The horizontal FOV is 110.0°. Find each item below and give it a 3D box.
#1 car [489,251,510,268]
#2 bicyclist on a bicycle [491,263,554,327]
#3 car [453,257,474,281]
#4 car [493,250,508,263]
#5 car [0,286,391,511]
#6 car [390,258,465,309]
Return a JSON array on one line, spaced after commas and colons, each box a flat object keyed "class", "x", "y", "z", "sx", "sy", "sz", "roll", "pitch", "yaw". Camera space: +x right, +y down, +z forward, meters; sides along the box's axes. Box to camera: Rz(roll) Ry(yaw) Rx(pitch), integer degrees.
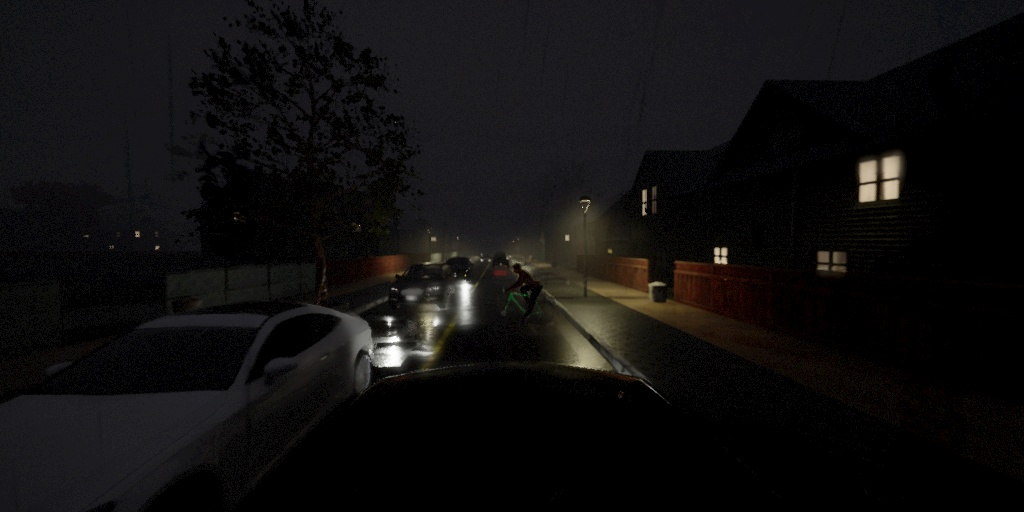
[{"class": "car", "x": -1.237, "y": 0.511, "z": 39.300, "sx": 1.837, "sy": 1.490, "sz": 4.892, "roll": -1, "pitch": 1, "yaw": -2}, {"class": "bicyclist on a bicycle", "x": 0.278, "y": 1.014, "z": 9.308, "sx": 1.656, "sy": 1.620, "sz": 0.582, "roll": 0, "pitch": 1, "yaw": -2}, {"class": "car", "x": -3.619, "y": 0.833, "z": 24.176, "sx": 1.837, "sy": 1.490, "sz": 4.892, "roll": -1, "pitch": 1, "yaw": -2}, {"class": "car", "x": -1.720, "y": 0.102, "z": 52.338, "sx": 2.097, "sy": 1.767, "sz": 4.553, "roll": -1, "pitch": 1, "yaw": -3}, {"class": "car", "x": -2.867, "y": 1.263, "z": 3.551, "sx": 1.812, "sy": 1.442, "sz": 4.674, "roll": -1, "pitch": 1, "yaw": -2}, {"class": "car", "x": -3.242, "y": 1.026, "z": 13.791, "sx": 2.128, "sy": 1.511, "sz": 4.902, "roll": -1, "pitch": 1, "yaw": -2}]
